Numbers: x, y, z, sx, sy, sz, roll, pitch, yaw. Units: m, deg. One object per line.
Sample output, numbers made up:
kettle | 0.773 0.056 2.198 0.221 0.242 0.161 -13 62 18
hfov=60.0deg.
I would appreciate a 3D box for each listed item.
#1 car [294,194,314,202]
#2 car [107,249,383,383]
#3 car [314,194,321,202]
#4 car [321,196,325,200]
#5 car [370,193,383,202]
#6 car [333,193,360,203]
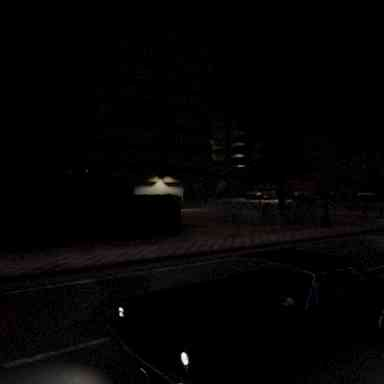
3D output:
car | 28.809 1.590 86.413 1.970 1.475 3.806 0 0 -36
car | 1.270 1.611 4.858 4.718 1.301 1.895 0 0 -35
car | 31.167 1.566 88.091 1.784 1.438 3.905 0 0 -36
car | 33.324 1.363 89.689 1.932 1.855 4.605 0 0 -36
car | 46.583 1.378 80.641 1.932 1.855 4.605 0 0 -36
car | 32.871 1.575 70.765 1.970 1.475 3.806 0 0 -36
